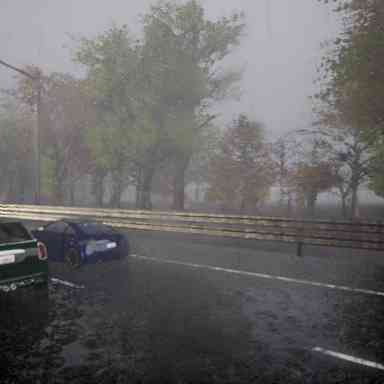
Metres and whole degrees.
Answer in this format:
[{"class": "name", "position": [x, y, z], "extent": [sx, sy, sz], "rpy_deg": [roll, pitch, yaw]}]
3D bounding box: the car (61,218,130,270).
[{"class": "car", "position": [-4.055, 1.578, 11.185], "extent": [4.181, 1.385, 1.994], "rpy_deg": [0, 0, 36]}]

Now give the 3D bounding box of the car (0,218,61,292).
[{"class": "car", "position": [-5.423, 1.365, 7.861], "extent": [4.553, 1.767, 2.097], "rpy_deg": [0, 0, 36]}]
